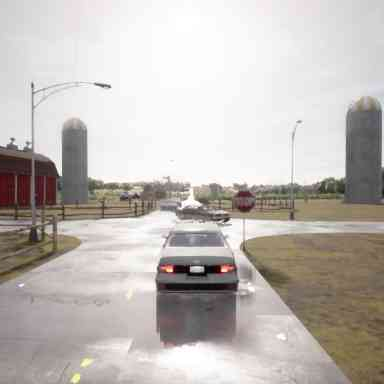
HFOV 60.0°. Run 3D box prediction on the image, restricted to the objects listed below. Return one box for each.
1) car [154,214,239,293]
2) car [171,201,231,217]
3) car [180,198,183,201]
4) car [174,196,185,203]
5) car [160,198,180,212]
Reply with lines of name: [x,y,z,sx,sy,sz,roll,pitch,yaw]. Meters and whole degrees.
car: [0.102,1.554,8.977,2.033,1.411,5.357,0,0,0]
car: [0.743,1.650,25.071,1.895,1.301,4.718,0,1,-39]
car: [-2.794,1.804,58.366,2.128,1.511,4.902,0,-1,0]
car: [-2.739,1.654,73.523,2.128,1.511,4.902,0,-1,0]
car: [-2.843,1.649,41.065,1.882,1.535,5.008,0,0,0]
